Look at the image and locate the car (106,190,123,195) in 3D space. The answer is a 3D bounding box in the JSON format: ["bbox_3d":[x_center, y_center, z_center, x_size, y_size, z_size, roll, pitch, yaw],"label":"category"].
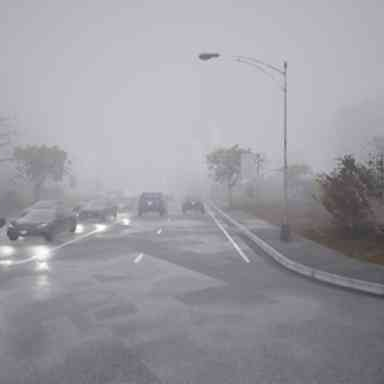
[{"bbox_3d":[-10.499,0.750,44.634,2.150,2.045,5.566,0,1,0],"label":"car"}]

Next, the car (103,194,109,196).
[{"bbox_3d":[-10.499,1.269,34.271,2.033,1.411,5.357,0,1,0],"label":"car"}]

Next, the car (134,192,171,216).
[{"bbox_3d":[-3.394,1.008,29.418,2.150,2.045,5.566,0,1,0],"label":"car"}]

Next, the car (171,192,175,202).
[{"bbox_3d":[-3.712,0.816,53.003,2.128,1.511,4.902,0,2,-3],"label":"car"}]

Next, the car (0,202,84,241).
[{"bbox_3d":[-7.085,1.418,16.293,1.812,1.442,4.674,0,0,0],"label":"car"}]

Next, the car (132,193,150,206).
[{"bbox_3d":[-6.998,1.003,46.025,1.837,1.490,4.892,0,1,0],"label":"car"}]

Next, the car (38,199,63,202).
[{"bbox_3d":[-10.551,1.313,24.428,1.882,1.535,5.008,0,0,0],"label":"car"}]

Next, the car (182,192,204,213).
[{"bbox_3d":[0.107,1.084,33.570,2.097,1.767,4.553,0,1,0],"label":"car"}]

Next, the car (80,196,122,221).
[{"bbox_3d":[-7.044,1.304,25.504,1.882,1.535,5.008,0,0,0],"label":"car"}]

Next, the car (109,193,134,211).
[{"bbox_3d":[-6.991,1.193,35.600,2.128,1.511,4.902,0,1,0],"label":"car"}]

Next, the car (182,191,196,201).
[{"bbox_3d":[-0.512,0.701,57.370,2.128,1.511,4.902,0,1,-4],"label":"car"}]
